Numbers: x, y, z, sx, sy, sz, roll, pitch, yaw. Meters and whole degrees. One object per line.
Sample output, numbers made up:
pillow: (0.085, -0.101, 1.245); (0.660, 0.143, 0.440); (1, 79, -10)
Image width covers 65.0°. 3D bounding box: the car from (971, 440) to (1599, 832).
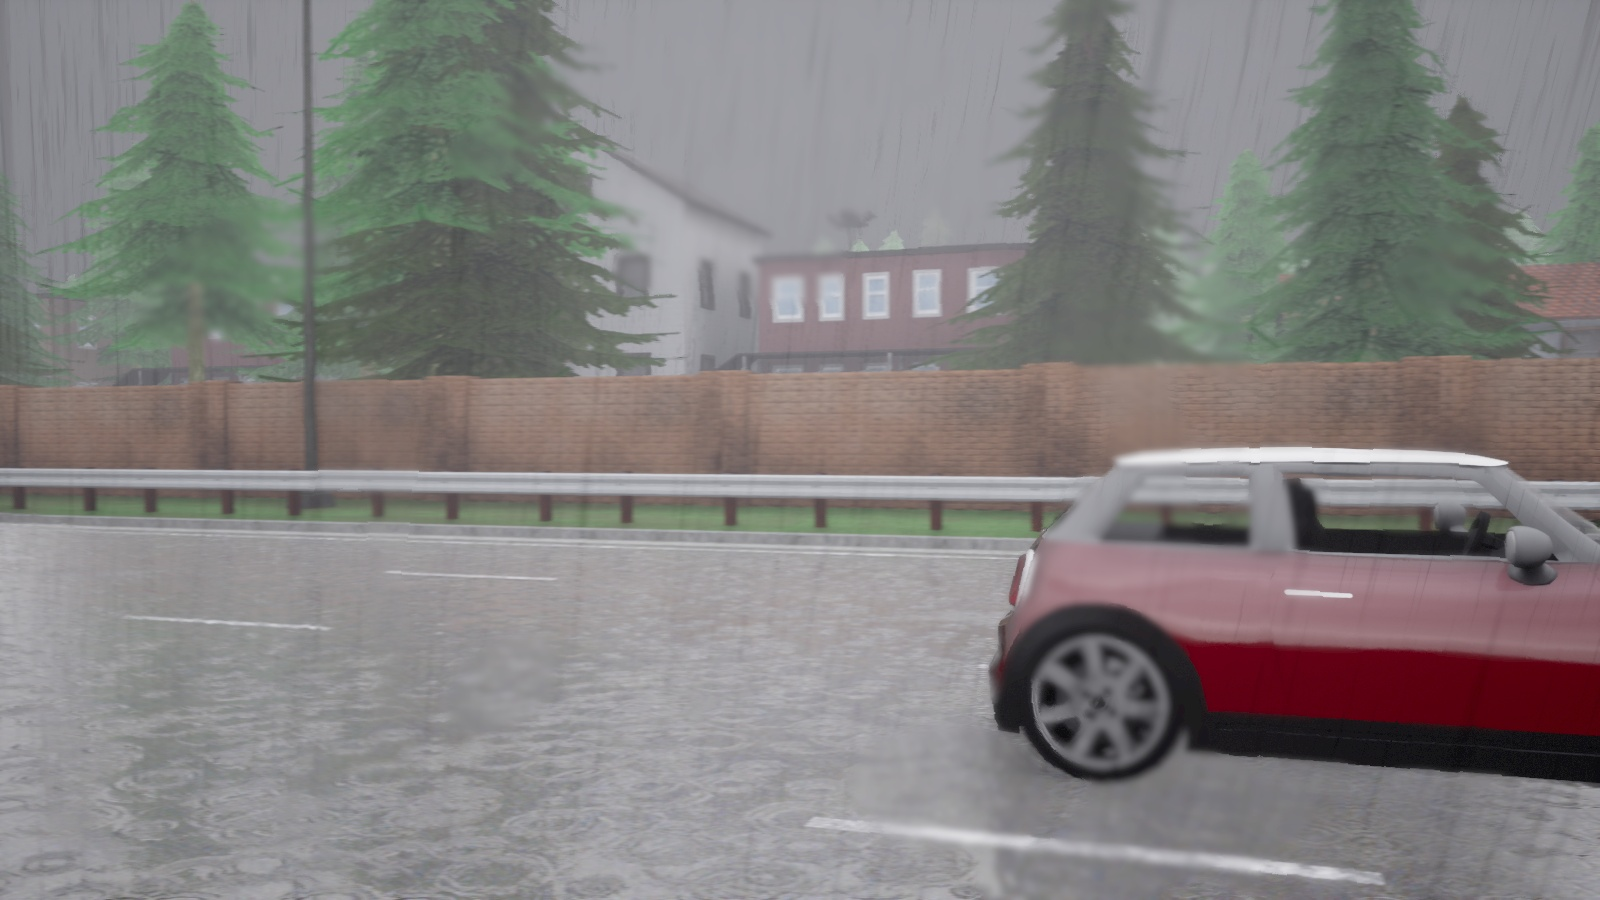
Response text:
car: (2.884, 0.708, 5.905); (3.806, 1.475, 1.970); (1, 1, 19)
